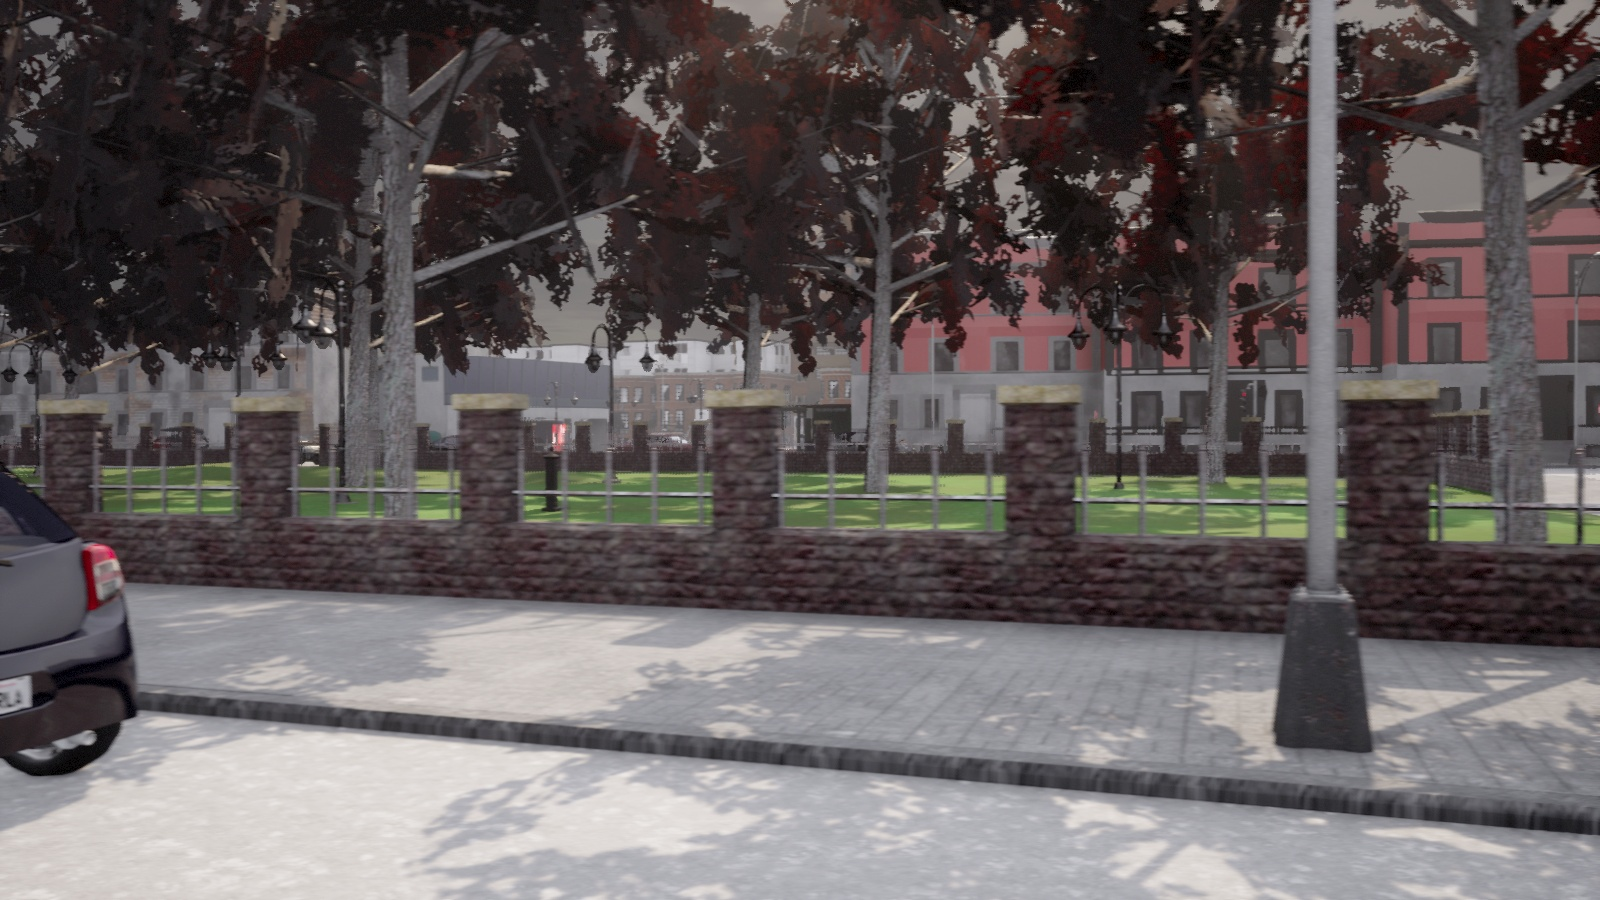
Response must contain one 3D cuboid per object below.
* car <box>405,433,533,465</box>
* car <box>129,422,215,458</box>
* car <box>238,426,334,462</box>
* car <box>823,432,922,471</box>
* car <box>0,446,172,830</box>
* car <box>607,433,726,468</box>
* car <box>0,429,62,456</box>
[{"bbox_3d":[-14.897,-0.070,56.517,5.357,1.411,2.033,1,1,18],"label":"car"},{"bbox_3d":[-33.474,-0.548,66.973,3.866,1.878,1.905,0,1,19],"label":"car"},{"bbox_3d":[-24.427,-0.301,59.722,3.988,1.617,1.851,0,1,19],"label":"car"},{"bbox_3d":[2.929,0.050,50.525,3.633,1.501,1.845,0,1,19],"label":"car"},{"bbox_3d":[-4.915,0.738,5.444,3.633,1.501,1.845,0,1,17],"label":"car"},{"bbox_3d":[-5.670,-0.012,53.417,4.674,1.442,1.812,0,1,19],"label":"car"},{"bbox_3d":[-44.250,-0.436,70.584,4.792,1.488,2.163,0,1,19],"label":"car"}]
